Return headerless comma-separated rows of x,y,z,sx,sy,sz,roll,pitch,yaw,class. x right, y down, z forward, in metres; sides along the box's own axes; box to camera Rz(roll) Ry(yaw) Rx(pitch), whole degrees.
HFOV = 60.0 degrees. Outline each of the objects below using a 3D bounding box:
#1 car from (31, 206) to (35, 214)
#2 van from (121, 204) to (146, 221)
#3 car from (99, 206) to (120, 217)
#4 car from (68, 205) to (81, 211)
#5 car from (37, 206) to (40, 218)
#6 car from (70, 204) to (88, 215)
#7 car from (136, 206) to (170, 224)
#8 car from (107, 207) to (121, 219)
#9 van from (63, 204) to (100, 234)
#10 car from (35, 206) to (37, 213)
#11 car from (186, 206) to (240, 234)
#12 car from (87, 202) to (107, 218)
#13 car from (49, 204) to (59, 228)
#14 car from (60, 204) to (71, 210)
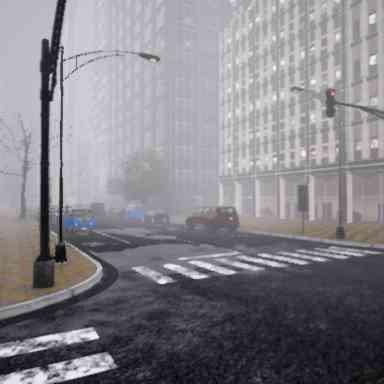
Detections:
-27.537,3.194,58.923,1.802,1.307,4.206,0,-1,-29,car
-6.392,2.329,38.081,1.690,1.788,3.998,0,-1,-29,van
-11.999,2.795,48.188,1.752,1.417,4.829,0,-1,-29,car
-25.732,3.520,72.945,1.947,1.339,4.313,0,-1,-29,car
-16.488,2.375,39.004,2.192,1.841,5.009,0,-1,-29,car
-18.515,2.808,54.403,2.097,1.767,4.553,1,-2,-29,car
-3.627,2.399,33.095,2.008,1.369,4.403,0,-1,-29,car
-9.153,2.693,43.058,1.947,1.339,4.313,0,-1,-29,car
-8.198,1.983,24.061,1.690,1.788,3.998,0,-1,-29,van
-19.249,2.638,43.983,1.967,1.590,4.097,0,-1,-29,car
1.419,1.908,23.999,2.192,1.841,5.009,0,-1,-29,car
-13.352,2.422,45.183,2.150,2.045,5.566,1,-2,-29,car
-10.961,2.096,29.042,2.192,1.841,5.009,0,-1,-29,car
-32.825,3.798,86.380,1.882,1.535,5.008,1,-2,-29,car
